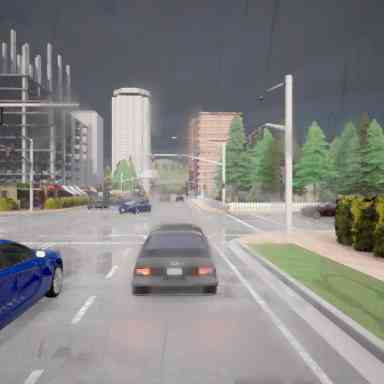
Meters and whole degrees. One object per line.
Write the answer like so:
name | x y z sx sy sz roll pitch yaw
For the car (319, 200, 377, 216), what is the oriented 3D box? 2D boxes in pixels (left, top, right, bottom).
car | 14.733 1.526 31.643 4.674 1.442 1.812 0 0 -1

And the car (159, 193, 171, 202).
car | -6.283 1.355 75.505 2.097 1.767 4.553 0 0 -2

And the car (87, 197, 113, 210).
car | -12.252 1.547 43.787 2.033 1.411 5.357 0 0 -2

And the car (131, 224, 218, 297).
car | -0.403 1.547 8.780 2.033 1.411 5.357 0 0 -2

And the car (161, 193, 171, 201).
car | -6.628 1.225 85.020 2.150 2.045 5.566 0 0 -2

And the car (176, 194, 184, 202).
car | -2.788 1.493 75.621 1.837 1.490 4.892 0 0 -2

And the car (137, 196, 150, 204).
car | -9.449 1.564 65.109 1.994 1.385 4.181 0 0 -1

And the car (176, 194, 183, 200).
car | -3.119 1.327 84.834 1.837 1.490 4.892 0 0 -2

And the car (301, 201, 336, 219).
car | 11.796 1.478 28.131 5.008 1.535 1.882 0 0 -1

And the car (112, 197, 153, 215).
car | -5.658 1.526 33.510 1.812 1.442 4.674 1 0 22

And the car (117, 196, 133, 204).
car | -12.926 1.547 64.373 2.033 1.411 5.357 0 0 -1

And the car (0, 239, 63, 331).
car | -3.719 1.478 5.488 1.882 1.535 5.008 0 0 -3
